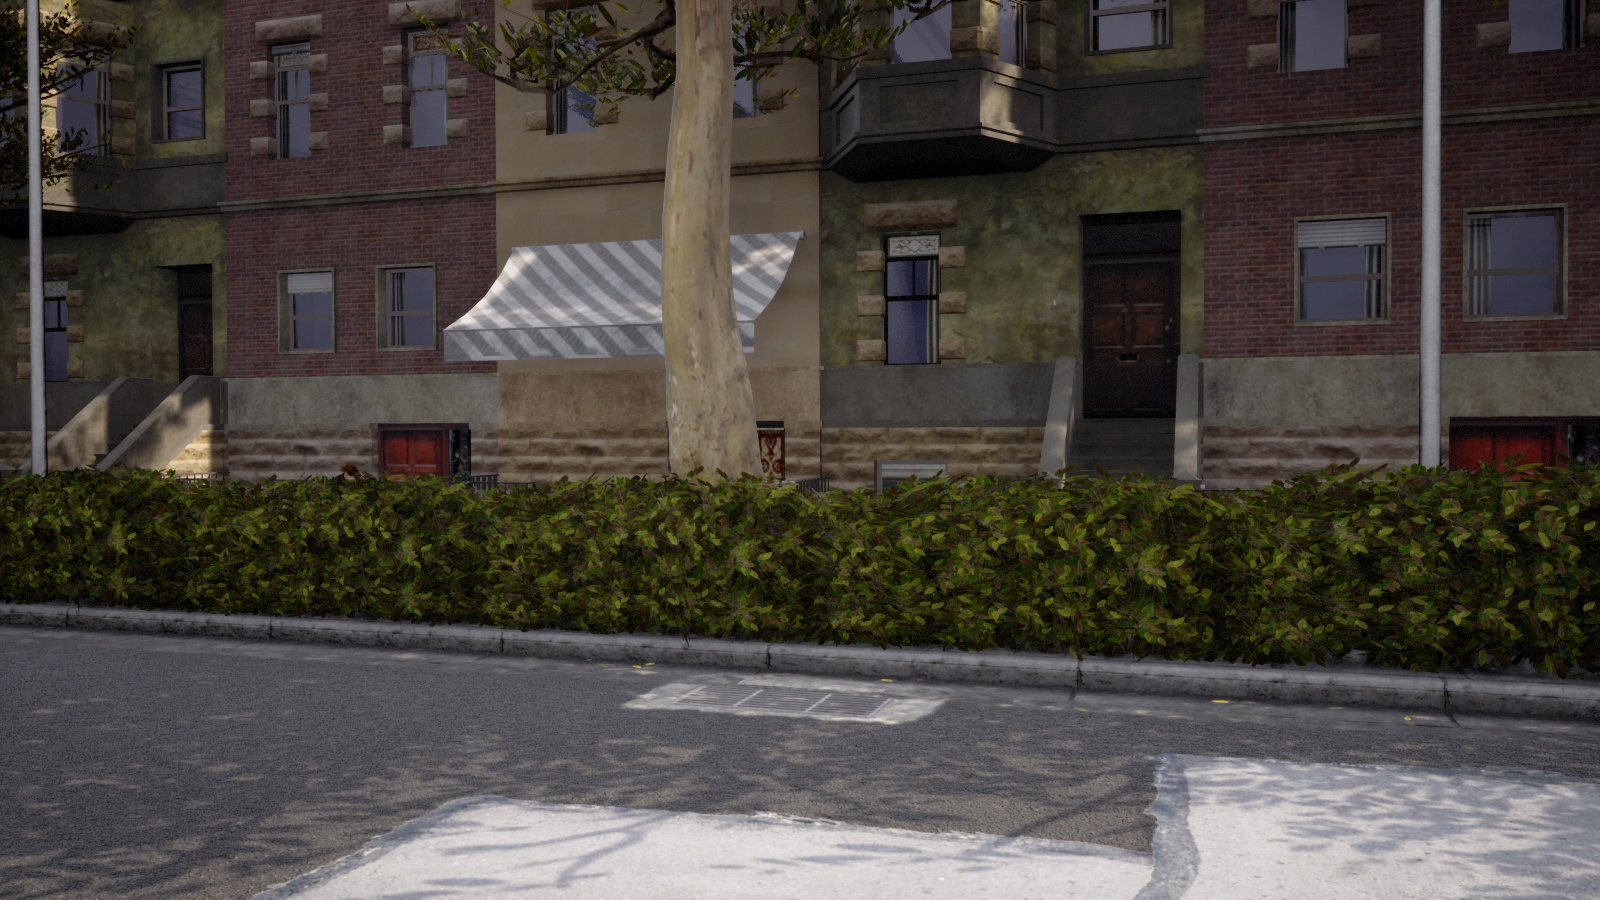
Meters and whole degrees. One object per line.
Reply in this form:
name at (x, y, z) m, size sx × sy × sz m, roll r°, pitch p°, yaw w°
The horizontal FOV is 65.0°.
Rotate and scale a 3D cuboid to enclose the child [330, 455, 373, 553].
child at (-5.149, 0.613, 14.430) m, size 0.394 × 1.110 × 0.255 m, roll 1°, pitch 1°, yaw 21°
